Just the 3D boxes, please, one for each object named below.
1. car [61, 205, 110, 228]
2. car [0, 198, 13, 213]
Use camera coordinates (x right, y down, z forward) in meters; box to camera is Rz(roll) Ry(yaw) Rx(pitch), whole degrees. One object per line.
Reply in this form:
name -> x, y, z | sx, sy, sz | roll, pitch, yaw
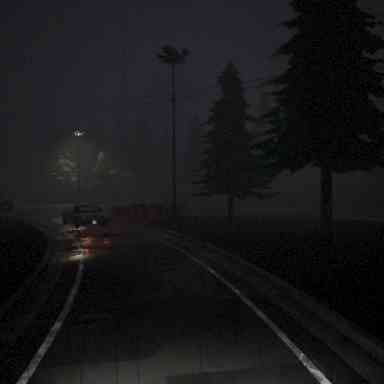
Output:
car -> -6.975, 1.497, 21.376 | 1.895, 1.301, 4.718 | -1, 0, -34
car -> -20.682, 1.380, 34.741 | 5.008, 1.535, 1.882 | 0, 1, 34
